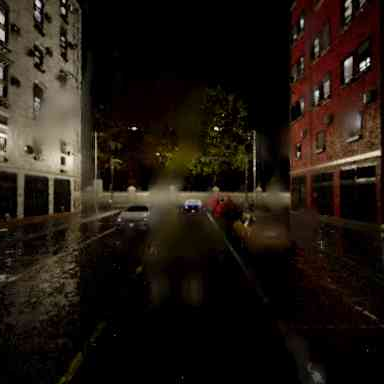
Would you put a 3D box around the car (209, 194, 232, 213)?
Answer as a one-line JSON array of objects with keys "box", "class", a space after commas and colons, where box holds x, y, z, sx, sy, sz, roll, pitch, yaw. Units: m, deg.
[{"box": [2.712, 1.101, 30.683, 2.192, 1.841, 5.009, 1, 0, 0], "class": "car"}]

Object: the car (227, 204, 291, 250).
[{"box": [2.706, 1.429, 13.766, 1.752, 1.417, 4.829, 1, 0, 0], "class": "car"}]

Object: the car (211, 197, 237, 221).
[{"box": [2.707, 1.370, 24.989, 1.887, 1.381, 4.507, 1, 0, 0], "class": "car"}]

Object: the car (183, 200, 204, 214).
[{"box": [0.105, 1.380, 31.647, 1.895, 1.301, 4.718, 0, 0, 0], "class": "car"}]

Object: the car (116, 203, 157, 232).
[{"box": [-3.081, 1.391, 19.274, 1.812, 1.442, 4.674, 0, 0, 0], "class": "car"}]
